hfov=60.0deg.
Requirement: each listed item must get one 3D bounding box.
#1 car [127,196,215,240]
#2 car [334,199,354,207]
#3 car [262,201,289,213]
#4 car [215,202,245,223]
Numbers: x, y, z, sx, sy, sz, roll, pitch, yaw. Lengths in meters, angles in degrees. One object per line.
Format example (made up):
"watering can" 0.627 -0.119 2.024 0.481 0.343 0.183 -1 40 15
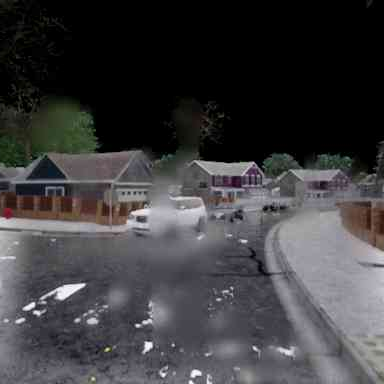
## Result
"car" -1.062 1.253 17.620 2.150 2.045 5.566 1 0 27
"car" 26.810 1.896 58.109 5.008 1.535 1.882 1 0 -38
"car" 10.140 1.788 40.307 1.895 1.301 4.718 0 0 34
"car" 2.899 1.572 26.642 2.128 1.511 4.902 0 0 23
